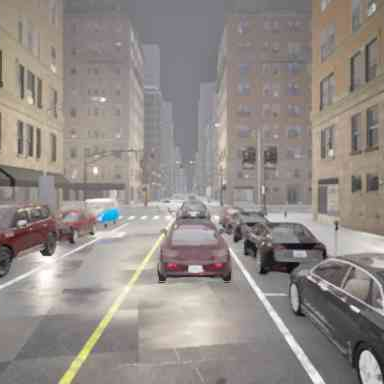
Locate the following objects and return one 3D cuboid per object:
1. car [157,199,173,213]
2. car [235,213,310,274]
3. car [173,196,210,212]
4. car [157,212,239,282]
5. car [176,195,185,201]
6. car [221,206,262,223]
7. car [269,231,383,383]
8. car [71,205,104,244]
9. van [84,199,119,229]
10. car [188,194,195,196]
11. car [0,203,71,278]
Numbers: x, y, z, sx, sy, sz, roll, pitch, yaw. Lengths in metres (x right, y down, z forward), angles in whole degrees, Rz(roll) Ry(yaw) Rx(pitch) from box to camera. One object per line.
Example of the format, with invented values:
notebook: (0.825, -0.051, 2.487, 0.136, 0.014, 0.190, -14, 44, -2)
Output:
car: (-2.147, 1.504, 35.064, 1.812, 1.442, 4.674, 1, 0, -27)
car: (2.665, 1.565, 10.300, 1.947, 1.339, 4.313, 0, 0, 0)
car: (0.088, 1.349, 21.397, 2.097, 1.767, 4.553, 0, 0, 0)
car: (0.046, 1.525, 9.622, 1.812, 1.442, 4.674, 0, 0, -1)
car: (-2.964, 1.546, 84.904, 2.033, 1.411, 5.357, 0, 0, 0)
car: (2.662, 1.564, 15.886, 1.947, 1.339, 4.313, 0, 0, 0)
car: (2.668, 1.550, 4.716, 2.008, 1.369, 4.403, 0, 0, 0)
car: (-5.864, 1.543, 15.878, 1.887, 1.381, 4.507, 0, 0, 0)
van: (-5.866, 1.338, 21.464, 1.690, 1.788, 3.998, 0, 0, 0)
car: (0.023, 1.499, 87.089, 1.837, 1.490, 4.892, 0, 0, 0)
car: (-5.860, 1.314, 10.291, 2.192, 1.841, 5.009, 0, 0, 0)
